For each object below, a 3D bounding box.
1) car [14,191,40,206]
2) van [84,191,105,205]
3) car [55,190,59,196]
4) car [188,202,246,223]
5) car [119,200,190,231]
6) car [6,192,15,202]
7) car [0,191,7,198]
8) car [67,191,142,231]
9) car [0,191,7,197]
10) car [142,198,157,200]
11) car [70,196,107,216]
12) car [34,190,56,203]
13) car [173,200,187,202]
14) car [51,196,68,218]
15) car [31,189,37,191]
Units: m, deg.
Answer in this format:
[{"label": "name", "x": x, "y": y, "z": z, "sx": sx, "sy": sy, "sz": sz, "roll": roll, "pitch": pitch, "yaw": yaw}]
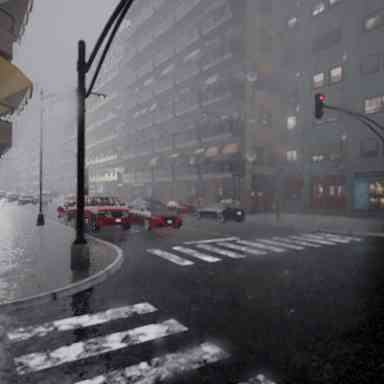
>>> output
[{"label": "car", "x": -20.615, "y": 0.967, "z": 41.753, "sx": 1.947, "sy": 1.339, "sz": 4.313, "roll": 2, "pitch": 0, "yaw": -34}, {"label": "van", "x": -13.635, "y": 0.813, "z": 46.398, "sx": 1.690, "sy": 1.788, "sz": 3.998, "roll": 2, "pitch": 0, "yaw": -34}, {"label": "car", "x": -29.178, "y": 0.437, "z": 69.510, "sx": 2.192, "sy": 1.841, "sz": 5.009, "roll": 2, "pitch": 0, "yaw": -34}, {"label": "car", "x": 1.904, "y": 1.390, "z": 23.285, "sx": 1.947, "sy": 1.339, "sz": 4.313, "roll": 2, "pitch": 0, "yaw": -34}, {"label": "car", "x": -2.268, "y": 1.354, "z": 19.090, "sx": 1.994, "sy": 1.385, "sz": 4.181, "roll": 1, "pitch": 0, "yaw": -34}, {"label": "car", "x": -26.833, "y": 0.827, "z": 50.998, "sx": 1.947, "sy": 1.339, "sz": 4.313, "roll": 2, "pitch": 0, "yaw": -34}, {"label": "car", "x": -39.268, "y": 0.526, "z": 69.488, "sx": 1.887, "sy": 1.381, "sz": 4.507, "roll": 2, "pitch": 0, "yaw": -34}, {"label": "car", "x": -5.064, "y": 1.068, "z": 18.641, "sx": 2.192, "sy": 1.841, "sz": 5.009, "roll": 2, "pitch": 0, "yaw": -34}, {"label": "car", "x": -42.378, "y": 0.493, "z": 74.110, "sx": 1.802, "sy": 1.307, "sz": 4.206, "roll": 2, "pitch": 0, "yaw": -34}, {"label": "car", "x": -3.891, "y": 1.230, "z": 26.995, "sx": 1.837, "sy": 1.490, "sz": 4.892, "roll": 1, "pitch": 0, "yaw": -33}, {"label": "car", "x": -9.243, "y": 1.158, "z": 29.468, "sx": 1.812, "sy": 1.442, "sz": 4.674, "roll": 1, "pitch": 1, "yaw": -34}, {"label": "car", "x": -21.171, "y": 0.887, "z": 47.369, "sx": 1.812, "sy": 1.442, "sz": 4.674, "roll": 1, "pitch": 0, "yaw": -34}, {"label": "car", "x": -1.205, "y": 1.335, "z": 27.907, "sx": 1.802, "sy": 1.307, "sz": 4.206, "roll": 2, "pitch": 0, "yaw": -34}, {"label": "car", "x": -8.180, "y": 1.227, "z": 23.263, "sx": 1.887, "sy": 1.381, "sz": 4.507, "roll": 2, "pitch": 0, "yaw": -34}, {"label": "car", "x": -38.604, "y": 0.435, "z": 83.518, "sx": 1.752, "sy": 1.417, "sz": 4.829, "roll": 2, "pitch": 0, "yaw": -34}]
